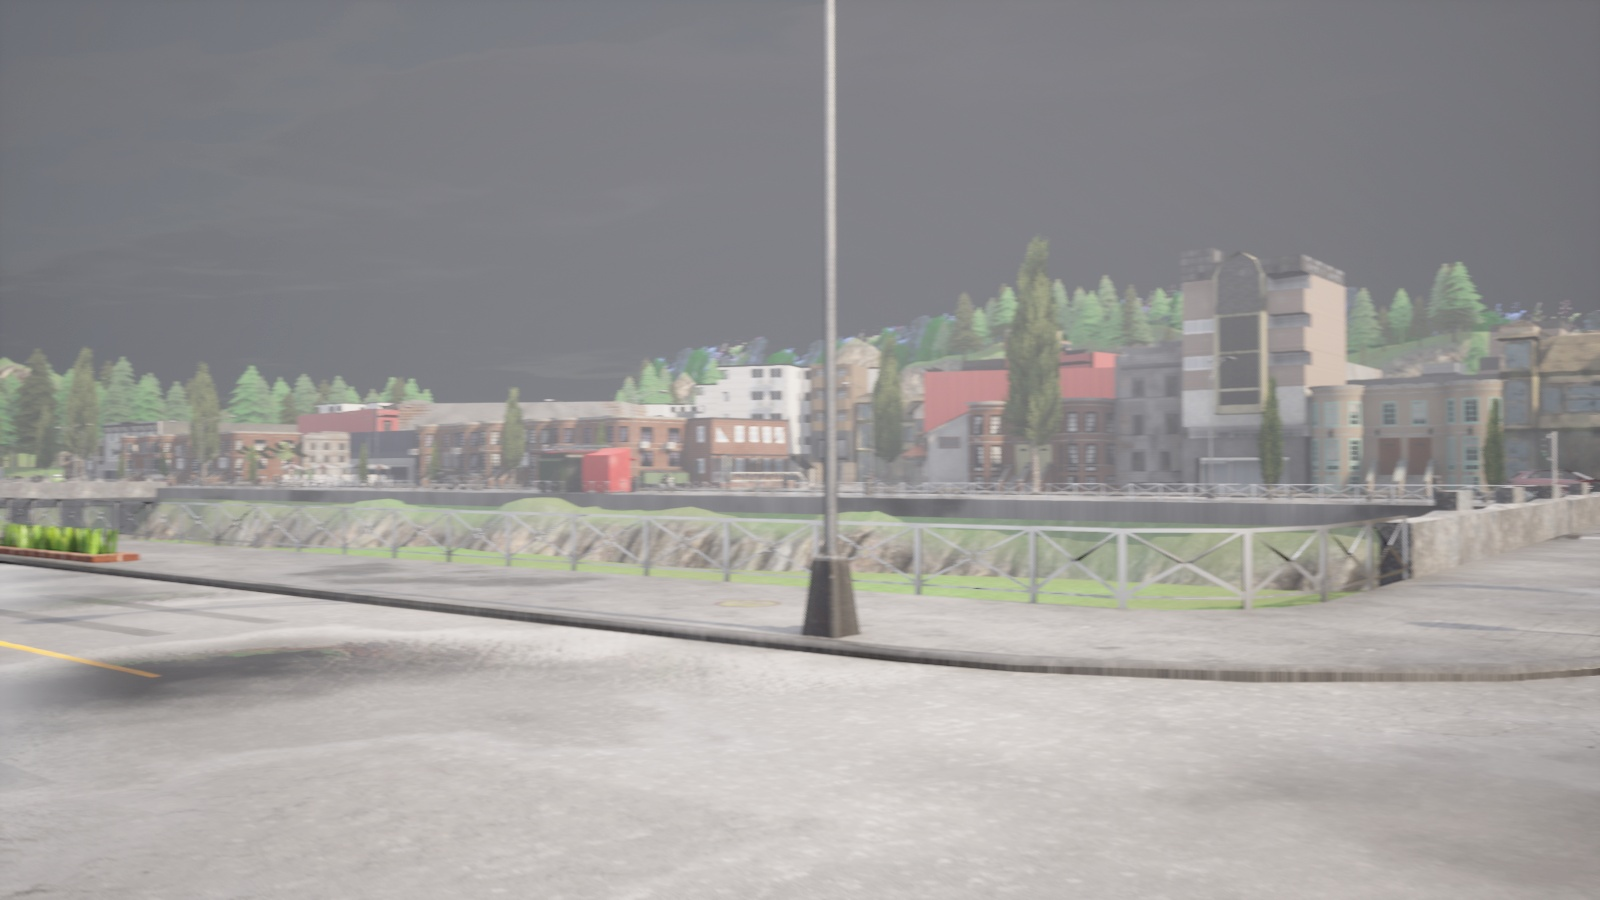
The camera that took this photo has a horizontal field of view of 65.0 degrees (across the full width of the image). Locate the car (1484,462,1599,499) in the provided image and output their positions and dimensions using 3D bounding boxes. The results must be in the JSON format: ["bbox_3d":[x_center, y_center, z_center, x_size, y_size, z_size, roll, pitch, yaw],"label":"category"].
[{"bbox_3d":[35.124,1.438,59.129,4.856,1.649,2.033,-1,-1,38],"label":"car"}]
